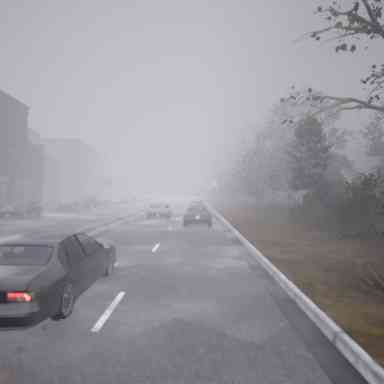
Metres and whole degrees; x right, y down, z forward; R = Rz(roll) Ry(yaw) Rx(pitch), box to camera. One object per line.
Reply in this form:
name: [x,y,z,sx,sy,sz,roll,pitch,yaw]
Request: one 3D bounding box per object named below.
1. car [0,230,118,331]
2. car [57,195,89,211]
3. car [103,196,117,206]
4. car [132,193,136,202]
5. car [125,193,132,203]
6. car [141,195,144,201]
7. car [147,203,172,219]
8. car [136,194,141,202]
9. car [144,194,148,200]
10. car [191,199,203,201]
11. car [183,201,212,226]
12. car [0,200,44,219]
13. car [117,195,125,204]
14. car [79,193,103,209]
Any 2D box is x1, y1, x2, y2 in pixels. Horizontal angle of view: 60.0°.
car: [-3.078,1.551,7.253,2.033,1.411,5.357,0,0,0]
car: [-14.554,1.457,39.933,2.231,1.521,4.892,0,0,0]
car: [-14.482,1.491,54.844,2.231,1.521,4.892,0,0,1]
car: [-14.272,1.529,72.764,1.946,1.575,5.366,0,0,0]
car: [-14.318,1.394,67.457,2.185,1.767,4.553,0,0,0]
car: [-14.176,1.559,84.130,2.231,1.521,4.892,0,0,1]
car: [-2.790,1.652,29.623,1.895,1.301,4.718,0,0,1]
car: [-14.223,1.293,78.447,2.435,2.045,5.566,0,0,0]
car: [-14.127,1.572,89.656,2.231,1.521,4.892,0,0,0]
car: [0.622,1.581,41.996,2.128,1.511,4.902,0,0,1]
car: [0.388,1.615,23.776,1.994,1.385,4.181,0,0,1]
car: [-14.654,1.459,28.845,2.163,1.488,4.792,0,0,1]
car: [-14.367,1.503,61.715,1.946,1.575,5.366,0,0,0]
car: [-14.507,1.217,45.423,2.435,2.045,5.566,0,0,0]
